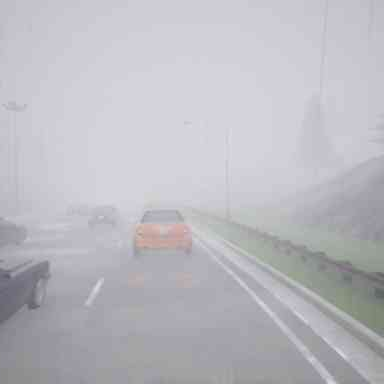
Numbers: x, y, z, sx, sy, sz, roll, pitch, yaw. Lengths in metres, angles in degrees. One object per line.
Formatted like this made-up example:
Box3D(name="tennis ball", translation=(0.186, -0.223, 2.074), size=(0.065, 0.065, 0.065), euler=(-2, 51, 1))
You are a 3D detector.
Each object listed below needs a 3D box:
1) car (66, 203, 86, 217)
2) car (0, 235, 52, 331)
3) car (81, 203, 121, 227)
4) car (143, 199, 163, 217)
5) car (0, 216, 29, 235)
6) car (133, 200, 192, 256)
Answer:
Box3D(name="car", translation=(-10.963, 1.751, 32.874), size=(1.895, 1.301, 4.718), euler=(0, 0, -8))
Box3D(name="car", translation=(-3.750, 1.639, 4.924), size=(1.895, 1.301, 4.718), euler=(0, 0, -4))
Box3D(name="car", translation=(-6.119, 1.642, 23.583), size=(2.033, 1.411, 5.357), euler=(0, 0, -8))
Box3D(name="car", translation=(-3.992, 1.577, 33.545), size=(1.882, 1.535, 5.008), euler=(0, 0, -8))
Box3D(name="car", translation=(-8.165, 1.636, 12.939), size=(2.033, 1.411, 5.357), euler=(0, 0, -8))
Box3D(name="car", translation=(-1.254, 1.390, 13.557), size=(2.097, 1.767, 4.553), euler=(0, 0, -7))
